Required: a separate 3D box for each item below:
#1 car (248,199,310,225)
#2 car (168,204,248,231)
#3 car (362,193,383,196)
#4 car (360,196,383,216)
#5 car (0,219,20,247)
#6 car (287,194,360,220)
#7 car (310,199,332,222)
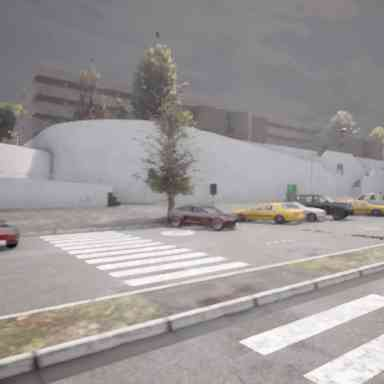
[{"bbox_3d":[5.397,1.476,24.311,5.366,1.575,1.946,-1,0,35],"label":"car"},{"bbox_3d":[0.686,1.514,20.714,4.792,1.488,2.163,-1,-1,35],"label":"car"},{"bbox_3d":[17.757,1.139,32.937,5.566,2.045,2.435,-1,0,35],"label":"car"},{"bbox_3d":[15.490,1.411,31.077,5.366,1.575,1.946,-1,-1,35],"label":"car"},{"bbox_3d":[-9.093,1.524,13.749,4.792,1.488,2.163,-1,-1,35],"label":"car"},{"bbox_3d":[10.471,1.207,27.686,5.566,2.045,2.435,-1,-1,35],"label":"car"},{"bbox_3d":[7.997,1.508,25.957,4.674,1.452,2.002,-1,-1,35],"label":"car"}]
